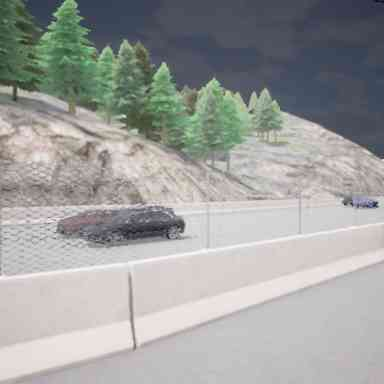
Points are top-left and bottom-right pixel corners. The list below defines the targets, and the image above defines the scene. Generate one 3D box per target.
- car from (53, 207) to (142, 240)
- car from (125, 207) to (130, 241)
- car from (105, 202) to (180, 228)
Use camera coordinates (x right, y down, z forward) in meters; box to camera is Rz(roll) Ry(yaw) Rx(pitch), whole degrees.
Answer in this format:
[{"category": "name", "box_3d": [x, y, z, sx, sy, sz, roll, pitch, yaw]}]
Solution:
[{"category": "car", "box_3d": [-5.002, 1.602, 17.897, 4.181, 1.385, 1.994, 0, 0, -38]}, {"category": "car", "box_3d": [-2.509, 1.534, 15.406, 4.892, 1.490, 1.837, 0, 0, -38]}, {"category": "car", "box_3d": [-3.435, 1.536, 23.647, 4.902, 1.511, 2.128, 0, 0, -40]}]
